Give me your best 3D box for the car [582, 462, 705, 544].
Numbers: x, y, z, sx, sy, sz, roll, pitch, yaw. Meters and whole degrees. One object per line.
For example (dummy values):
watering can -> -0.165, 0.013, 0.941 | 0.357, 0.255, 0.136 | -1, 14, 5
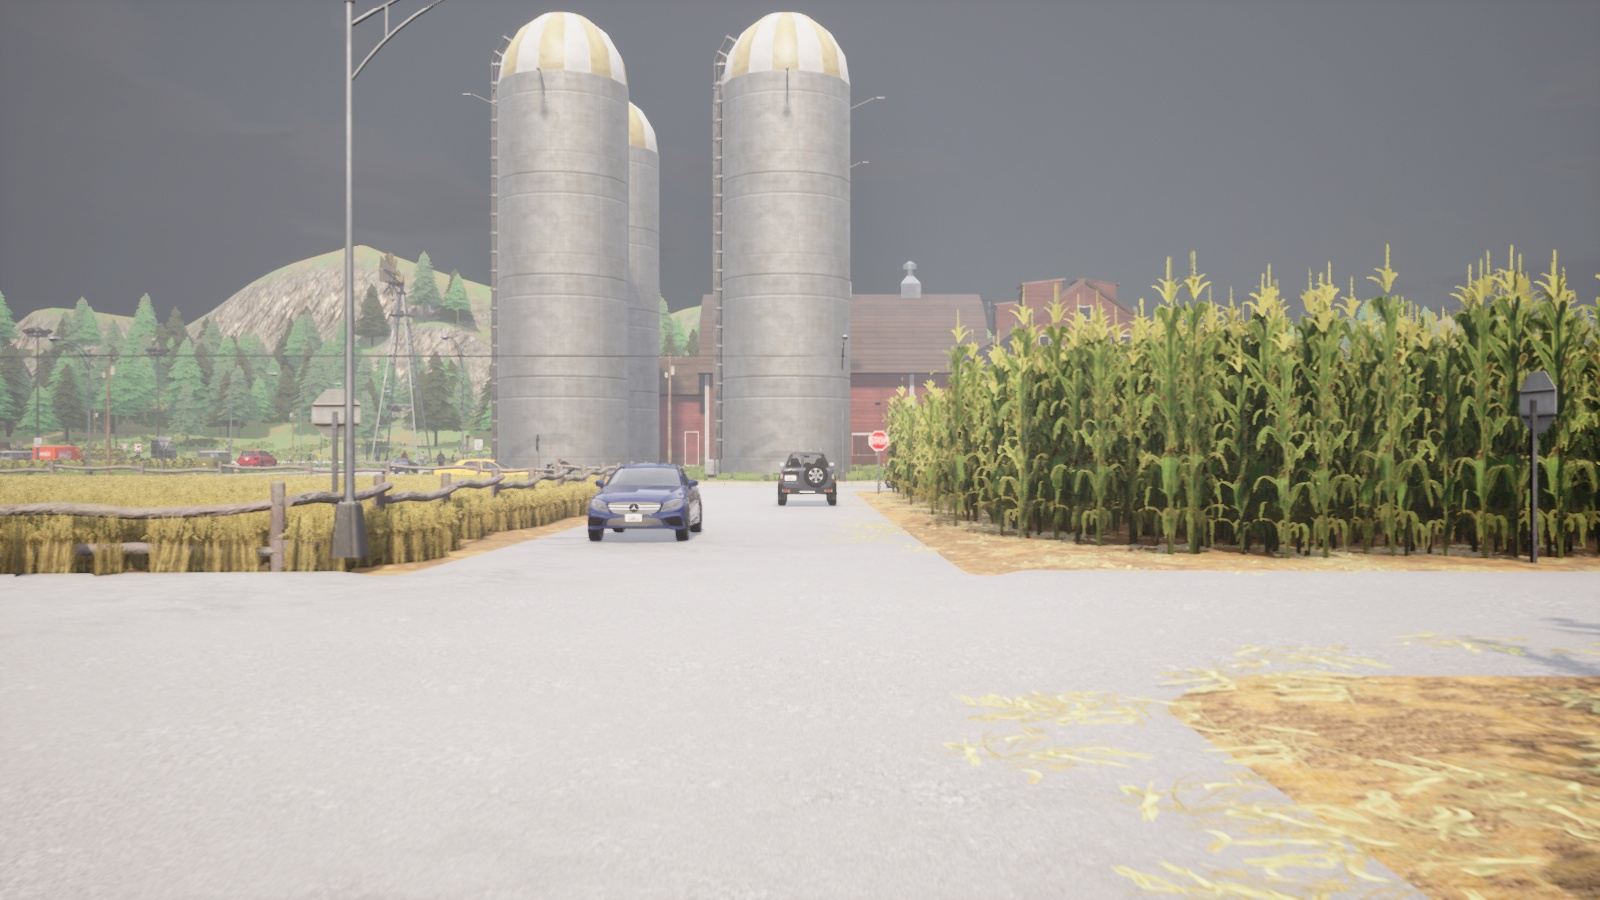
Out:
car -> -2.955, 0.967, 24.624 | 1.812, 1.442, 4.674 | 0, -1, 0

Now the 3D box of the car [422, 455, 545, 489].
car -> -14.935, 1.024, 59.387 | 5.366, 1.575, 1.801 | 0, 0, 0

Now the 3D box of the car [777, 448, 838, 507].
car -> 0.236, 0.872, 41.713 | 1.932, 1.855, 4.605 | 0, 0, 0
